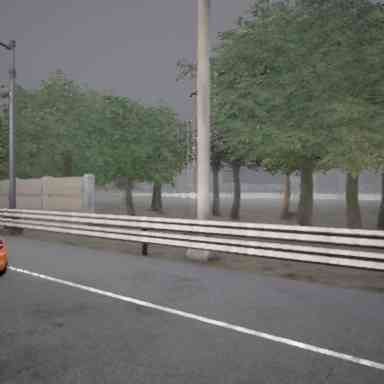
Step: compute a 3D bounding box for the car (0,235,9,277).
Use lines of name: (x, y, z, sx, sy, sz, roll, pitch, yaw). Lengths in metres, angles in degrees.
car: (-6.978, 1.360, 8.993, 4.553, 1.767, 2.097, 0, 0, 36)
